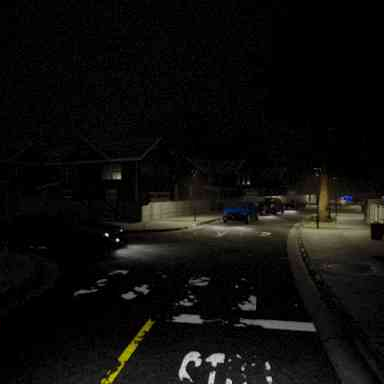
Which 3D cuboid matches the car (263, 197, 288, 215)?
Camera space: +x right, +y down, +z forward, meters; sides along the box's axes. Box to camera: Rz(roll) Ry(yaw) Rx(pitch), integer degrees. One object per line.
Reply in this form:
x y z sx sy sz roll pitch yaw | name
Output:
8.051 1.375 34.308 2.097 1.767 4.553 0 0 29 | car

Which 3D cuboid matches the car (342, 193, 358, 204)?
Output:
28.526 1.169 60.388 2.150 2.045 5.566 0 0 34 | car

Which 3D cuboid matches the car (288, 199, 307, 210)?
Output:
13.309 1.612 43.007 1.895 1.301 4.718 0 0 34 | car

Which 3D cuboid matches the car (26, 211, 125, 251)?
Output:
-5.572 1.488 13.664 5.357 1.411 2.033 1 0 10 | car

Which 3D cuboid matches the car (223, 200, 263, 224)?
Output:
3.852 1.503 25.624 1.882 1.535 5.008 0 0 23 | car

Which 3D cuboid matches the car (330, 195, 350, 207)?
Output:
22.904 1.577 52.122 1.895 1.301 4.718 0 0 34 | car

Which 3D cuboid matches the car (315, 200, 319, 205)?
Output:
22.069 1.486 55.793 1.837 1.490 4.892 0 0 34 | car
